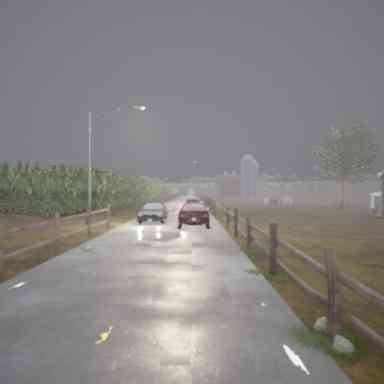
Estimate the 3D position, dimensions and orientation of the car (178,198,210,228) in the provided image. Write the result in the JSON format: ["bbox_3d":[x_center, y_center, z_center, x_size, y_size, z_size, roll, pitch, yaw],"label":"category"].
[{"bbox_3d":[0.109,1.397,21.363,1.882,1.535,5.008,0,0,0],"label":"car"}]

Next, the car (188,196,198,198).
[{"bbox_3d":[0.120,1.279,45.398,1.882,1.535,5.008,0,0,0],"label":"car"}]

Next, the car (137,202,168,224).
[{"bbox_3d":[-2.741,1.454,24.290,2.033,1.411,5.357,0,0,0],"label":"car"}]
